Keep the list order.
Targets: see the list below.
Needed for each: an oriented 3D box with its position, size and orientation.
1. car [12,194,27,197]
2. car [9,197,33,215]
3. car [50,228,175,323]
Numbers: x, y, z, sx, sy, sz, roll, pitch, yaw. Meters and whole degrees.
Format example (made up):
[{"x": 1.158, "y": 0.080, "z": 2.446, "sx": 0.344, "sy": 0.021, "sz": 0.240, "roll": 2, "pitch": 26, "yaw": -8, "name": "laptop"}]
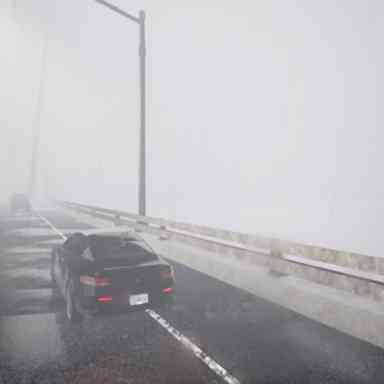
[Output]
[{"x": -22.197, "y": 1.241, "z": 42.868, "sx": 2.150, "sy": 2.045, "sz": 5.566, "roll": 0, "pitch": 0, "yaw": -27, "name": "car"}, {"x": -17.402, "y": 1.513, "z": 33.845, "sx": 1.837, "sy": 1.490, "sz": 4.892, "roll": 0, "pitch": 0, "yaw": -28, "name": "car"}, {"x": -1.933, "y": 1.526, "z": 7.259, "sx": 1.812, "sy": 1.442, "sz": 4.674, "roll": 0, "pitch": 0, "yaw": -29, "name": "car"}]
